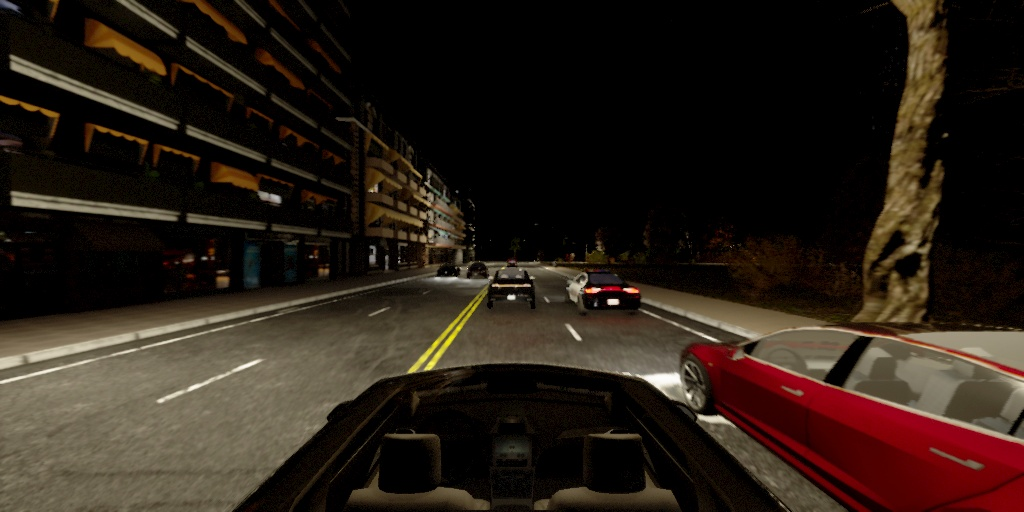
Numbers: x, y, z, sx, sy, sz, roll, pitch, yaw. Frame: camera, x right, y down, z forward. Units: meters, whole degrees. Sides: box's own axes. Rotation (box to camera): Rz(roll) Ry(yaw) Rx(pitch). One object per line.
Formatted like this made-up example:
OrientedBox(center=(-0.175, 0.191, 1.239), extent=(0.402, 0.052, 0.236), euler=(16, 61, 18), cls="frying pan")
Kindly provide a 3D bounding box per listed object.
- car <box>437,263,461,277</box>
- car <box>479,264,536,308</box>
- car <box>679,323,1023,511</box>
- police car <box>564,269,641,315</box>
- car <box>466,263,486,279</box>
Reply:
OrientedBox(center=(-6.482, 1.458, 37.212), extent=(1.994, 1.385, 4.181), euler=(0, 0, 0), cls="car")
OrientedBox(center=(-0.017, 1.295, 15.425), extent=(2.128, 1.511, 4.902), euler=(0, 0, 0), cls="car")
OrientedBox(center=(3.251, 1.259, 2.981), extent=(2.163, 1.488, 4.792), euler=(0, 0, 0), cls="car")
OrientedBox(center=(3.257, 1.302, 13.953), extent=(2.038, 1.542, 4.974), euler=(0, 0, 0), cls="police car")
OrientedBox(center=(-3.257, 1.402, 34.699), extent=(1.812, 1.442, 4.674), euler=(0, 0, 1), cls="car")
